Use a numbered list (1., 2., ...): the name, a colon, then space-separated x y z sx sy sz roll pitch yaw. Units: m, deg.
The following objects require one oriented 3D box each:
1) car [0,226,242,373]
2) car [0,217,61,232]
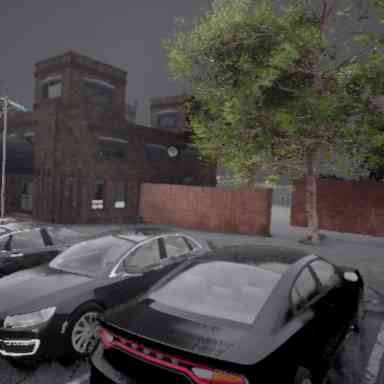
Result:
1. car: -1.251 1.469 6.184 2.231 1.521 4.892 0 0 36
2. car: -3.634 1.462 7.870 2.231 1.521 4.892 0 0 36
